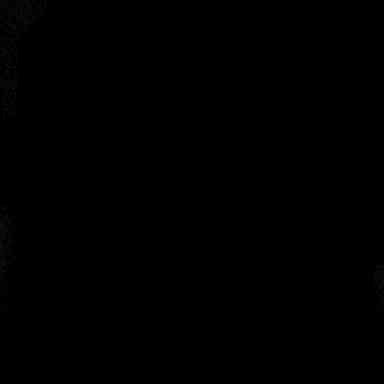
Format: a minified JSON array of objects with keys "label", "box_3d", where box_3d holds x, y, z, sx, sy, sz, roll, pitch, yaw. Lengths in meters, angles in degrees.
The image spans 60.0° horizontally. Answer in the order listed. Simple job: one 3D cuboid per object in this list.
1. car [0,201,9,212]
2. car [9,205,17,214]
[{"label":"car","box_3d":[-19.368,1.181,29.152,2.192,1.841,5.009,0,-1,36]},{"label":"car","box_3d":[-16.225,1.525,33.541,1.802,1.307,4.206,0,-1,36]}]
